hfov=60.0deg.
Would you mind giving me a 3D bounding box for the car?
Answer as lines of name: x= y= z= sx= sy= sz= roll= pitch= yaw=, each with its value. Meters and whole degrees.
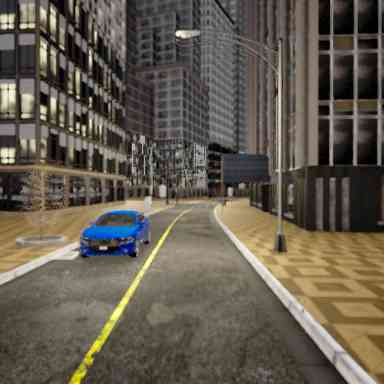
car: x=-2.732 y=1.450 z=12.771 sx=1.882 sy=1.535 sz=5.008 roll=0 pitch=0 yaw=0
